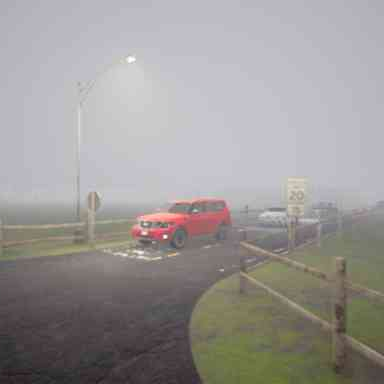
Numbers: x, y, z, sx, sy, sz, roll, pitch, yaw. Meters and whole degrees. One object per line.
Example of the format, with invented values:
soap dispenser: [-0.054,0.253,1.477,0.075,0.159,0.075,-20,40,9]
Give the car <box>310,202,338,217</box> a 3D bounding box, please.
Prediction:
car: [13.886,1.819,34.944,2.128,1.511,4.902,0,-1,36]

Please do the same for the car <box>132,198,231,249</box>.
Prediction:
car: [-0.249,1.336,15.620,2.150,2.045,5.566,0,0,37]

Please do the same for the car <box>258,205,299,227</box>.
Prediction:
car: [6.636,1.739,25.009,1.812,1.442,4.674,0,-1,36]

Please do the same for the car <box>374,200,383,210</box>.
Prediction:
car: [29.194,2.056,50.987,1.837,1.490,4.892,0,0,36]
